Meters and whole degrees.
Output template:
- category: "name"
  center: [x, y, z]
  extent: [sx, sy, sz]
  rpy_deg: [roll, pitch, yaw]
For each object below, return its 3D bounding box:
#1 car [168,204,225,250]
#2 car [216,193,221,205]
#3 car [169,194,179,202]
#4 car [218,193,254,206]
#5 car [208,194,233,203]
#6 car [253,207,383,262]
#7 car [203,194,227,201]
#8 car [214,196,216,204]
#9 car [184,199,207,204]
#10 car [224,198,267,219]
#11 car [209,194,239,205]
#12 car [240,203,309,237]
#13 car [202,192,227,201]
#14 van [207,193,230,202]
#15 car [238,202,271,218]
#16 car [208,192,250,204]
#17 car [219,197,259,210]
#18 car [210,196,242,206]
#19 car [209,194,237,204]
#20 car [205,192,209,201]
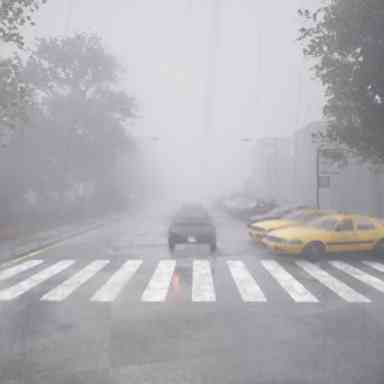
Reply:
- category: "car"
  center: [0.014, 1.487, 14.268]
  extent: [2.128, 1.511, 4.902]
  rpy_deg: [0, 0, 0]
- category: "car"
  center: [5.432, 1.288, 36.058]
  extent: [4.553, 1.767, 2.185]
  rpy_deg: [1, 0, -20]
- category: "car"
  center: [-3.817, 1.257, 70.955]
  extent: [2.097, 1.767, 4.553]
  rpy_deg: [0, 0, 0]
- category: "car"
  center: [5.414, 1.296, 33.057]
  extent: [4.553, 1.767, 2.185]
  rpy_deg: [1, 0, -20]
- category: "car"
  center: [5.619, 1.262, 66.081]
  extent: [4.553, 1.767, 2.185]
  rpy_deg: [1, 0, -20]
- category: "car"
  center: [5.138, 1.482, 11.980]
  extent: [5.366, 1.575, 1.946]
  rpy_deg: [1, 0, -20]
- category: "car"
  center: [5.457, 1.387, 78.029]
  extent: [5.366, 1.575, 1.946]
  rpy_deg: [1, 0, -20]
- category: "car"
  center: [5.413, 1.447, 39.055]
  extent: [4.674, 1.452, 2.002]
  rpy_deg: [1, 0, -20]
- category: "car"
  center: [0.055, 1.547, 29.086]
  extent: [1.895, 1.301, 4.718]
  rpy_deg: [0, 0, 0]
- category: "car"
  center: [5.354, 1.478, 27.046]
  extent: [4.674, 1.452, 2.002]
  rpy_deg: [1, 0, -20]
- category: "car"
  center: [5.502, 1.261, 57.064]
  extent: [4.553, 1.767, 2.185]
  rpy_deg: [1, 0, -20]
- category: "car"
  center: [5.142, 1.472, 14.981]
  extent: [5.366, 1.575, 1.946]
  rpy_deg: [1, 0, -20]
- category: "car"
  center: [5.668, 1.145, 84.122]
  extent: [5.566, 2.045, 2.435]
  rpy_deg: [1, 0, -20]
- category: "van"
  center: [5.724, 1.166, 72.130]
  extent: [4.442, 1.987, 1.878]
  rpy_deg: [1, 0, -20]
- category: "car"
  center: [5.330, 1.468, 18.045]
  extent: [4.892, 1.521, 2.231]
  rpy_deg: [1, 0, -20]
- category: "car"
  center: [5.426, 1.150, 42.033]
  extent: [5.566, 2.045, 2.435]
  rpy_deg: [1, 0, -20]
- category: "car"
  center: [5.338, 1.458, 30.038]
  extent: [4.792, 1.488, 2.163]
  rpy_deg: [1, 0, -20]
- category: "car"
  center: [5.488, 1.417, 54.050]
  extent: [4.792, 1.488, 2.163]
  rpy_deg: [1, 0, -20]
- category: "car"
  center: [5.520, 1.260, 60.065]
  extent: [4.553, 1.767, 2.185]
  rpy_deg: [1, 0, -20]
- category: "car"
  center: [5.472, 1.138, 51.049]
  extent: [5.566, 2.045, 2.435]
  rpy_deg: [1, 0, -20]
